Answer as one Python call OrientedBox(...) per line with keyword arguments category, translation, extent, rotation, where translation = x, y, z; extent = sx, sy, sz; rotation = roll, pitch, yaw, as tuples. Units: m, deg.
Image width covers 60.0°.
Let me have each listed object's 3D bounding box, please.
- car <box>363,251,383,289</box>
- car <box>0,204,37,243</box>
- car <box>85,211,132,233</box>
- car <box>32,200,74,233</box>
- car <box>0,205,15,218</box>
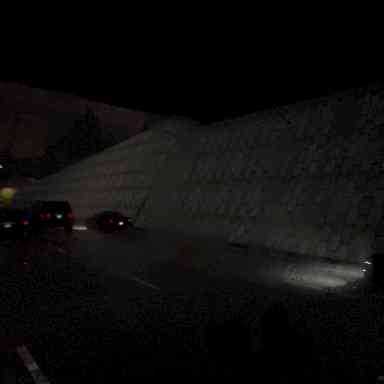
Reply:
OrientedBox(category="car", translation=(6.638, 1.842, 7.688), extent=(1.837, 1.490, 4.892), rotation=(2, -2, -39))
OrientedBox(category="car", translation=(-9.705, 1.576, 16.787), extent=(2.097, 1.767, 4.553), rotation=(2, -2, -39))
OrientedBox(category="car", translation=(-5.861, 2.024, 23.151), extent=(1.994, 1.385, 4.181), rotation=(2, -2, -39))
OrientedBox(category="car", translation=(-9.810, 1.587, 22.489), extent=(2.150, 2.045, 5.566), rotation=(2, -1, -39))
OrientedBox(category="car", translation=(-20.754, 2.070, 36.014), extent=(1.895, 1.301, 4.718), rotation=(2, -2, -39))
